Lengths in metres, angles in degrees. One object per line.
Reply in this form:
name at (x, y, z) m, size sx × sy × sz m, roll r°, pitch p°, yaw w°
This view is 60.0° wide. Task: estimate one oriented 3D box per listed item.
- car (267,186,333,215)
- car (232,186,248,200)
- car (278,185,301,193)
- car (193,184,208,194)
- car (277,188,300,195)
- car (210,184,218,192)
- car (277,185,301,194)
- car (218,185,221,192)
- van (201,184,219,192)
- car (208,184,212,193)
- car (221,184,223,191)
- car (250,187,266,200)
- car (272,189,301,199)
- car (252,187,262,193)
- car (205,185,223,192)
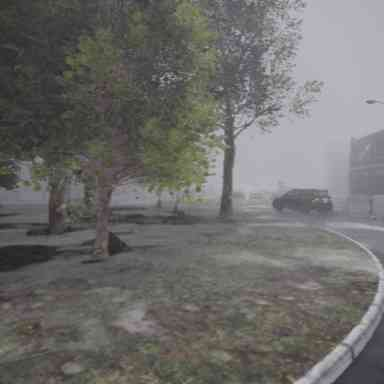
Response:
car at (9.072, 0.738, 27.698) m, size 2.150 × 2.045 × 5.566 m, roll 0°, pitch 1°, yaw -23°
car at (7.307, 0.336, 52.880) m, size 1.882 × 1.535 × 5.008 m, roll 1°, pitch 2°, yaw 13°
car at (24.969, -0.759, 85.412) m, size 5.566 × 2.045 × 2.435 m, roll 1°, pitch 2°, yaw 17°
car at (0.535, -0.505, 74.448) m, size 4.553 × 1.767 × 2.185 m, roll 1°, pitch 2°, yaw 17°
car at (21.702, -0.176, 74.799) m, size 5.008 × 1.535 × 2.097 m, roll 1°, pitch 2°, yaw 17°
car at (2.920, -0.871, 82.366) m, size 5.566 × 2.045 × 2.435 m, roll 1°, pitch 2°, yaw 17°
car at (23.344, -0.589, 79.967) m, size 5.566 × 2.045 × 2.435 m, roll 1°, pitch 2°, yaw 17°
car at (3.934, -0.700, 84.945) m, size 5.366 × 1.575 × 1.946 m, roll 1°, pitch 2°, yaw 17°
van at (4.684, -1.004, 87.591) m, size 4.442 × 1.987 × 1.878 m, roll 1°, pitch 2°, yaw 17°
car at (1.312, -0.456, 77.102) m, size 4.892 × 1.521 × 2.231 m, roll 1°, pitch 2°, yaw 17°
car at (5.378, -0.861, 90.268) m, size 5.008 × 1.535 × 2.097 m, roll 1°, pitch 2°, yaw 17°
car at (9.916, 0.422, 50.945) m, size 1.882 × 1.535 × 5.008 m, roll 1°, pitch 2°, yaw 13°
car at (16.748, 0.306, 58.875) m, size 4.792 × 1.488 × 2.163 m, roll 1°, pitch 2°, yaw 17°
car at (16.368, -0.485, 83.616) m, size 1.812 × 1.442 × 4.674 m, roll 1°, pitch 2°, yaw 17°
car at (6.168, -1.067, 92.905) m, size 4.553 × 1.767 × 2.185 m, roll 1°, pitch 2°, yaw 17°
